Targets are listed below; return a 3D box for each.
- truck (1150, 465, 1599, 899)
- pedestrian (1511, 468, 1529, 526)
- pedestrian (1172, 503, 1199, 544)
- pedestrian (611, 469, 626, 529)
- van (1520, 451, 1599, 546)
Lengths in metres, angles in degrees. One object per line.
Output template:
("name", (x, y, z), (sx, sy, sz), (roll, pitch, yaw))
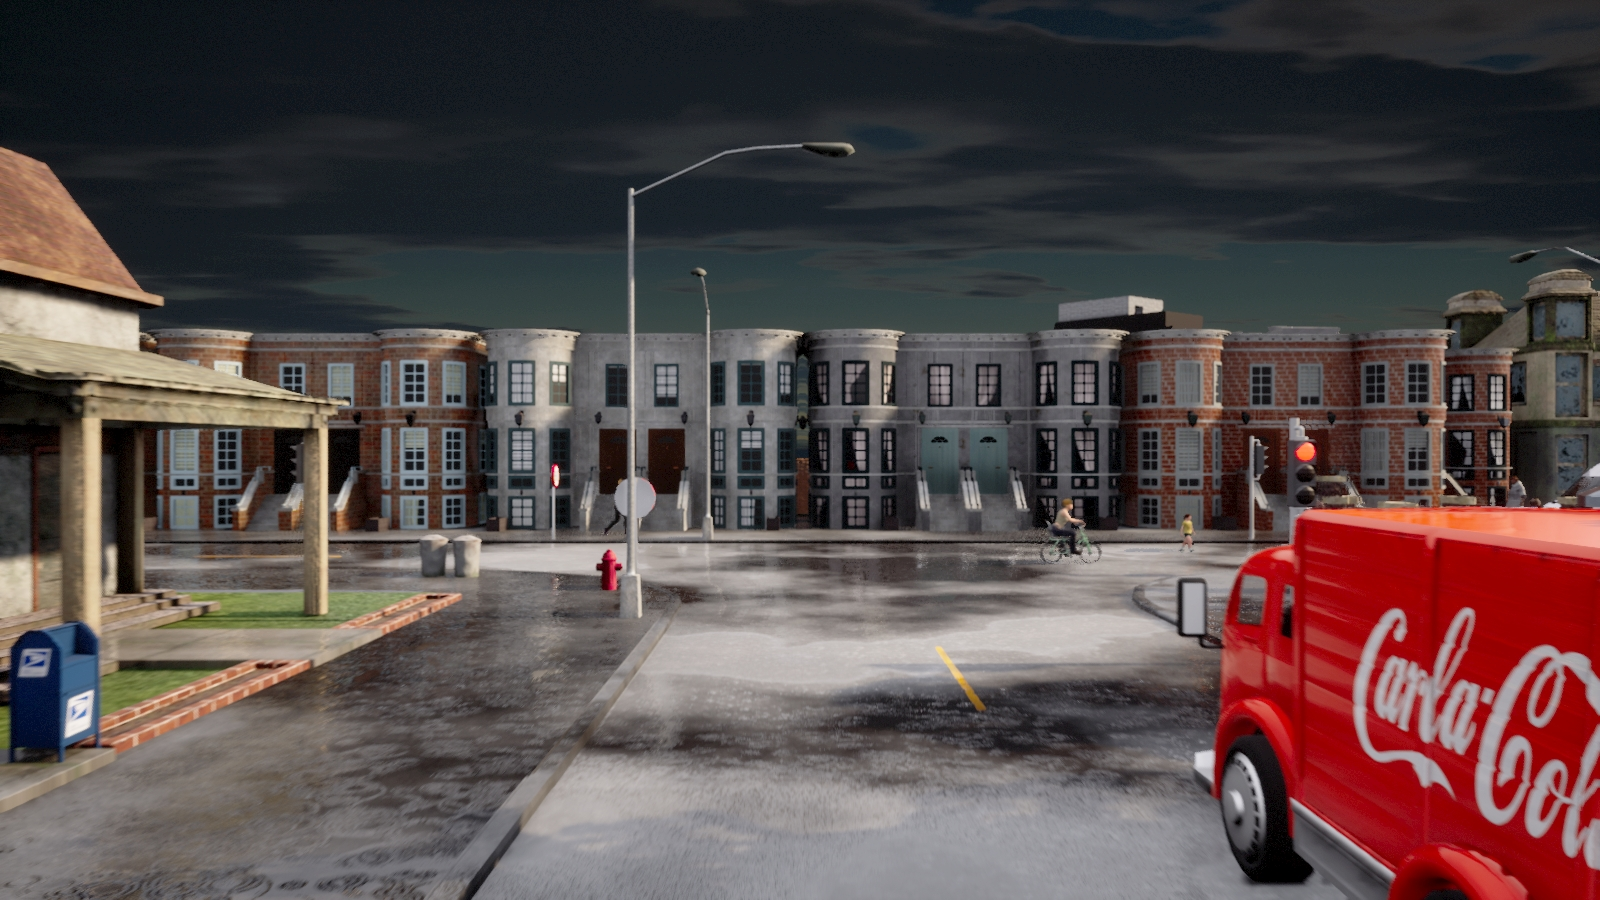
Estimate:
("truck", (3.980, 1.348, 6.034), (2.627, 2.467, 5.204), (0, 0, 0))
("pedestrian", (23.449, 1.526, 37.219), (0.375, 1.860, 0.375), (0, 0, 3))
("pedestrian", (10.568, 2.009, 31.308), (0.500, 1.100, 0.500), (0, 0, -31))
("pedestrian", (-5.696, 1.524, 35.911), (0.375, 1.860, 0.375), (0, 0, 7))
("van", (23.772, 1.315, 32.032), (5.915, 2.561, 1.988), (0, 0, 0))
